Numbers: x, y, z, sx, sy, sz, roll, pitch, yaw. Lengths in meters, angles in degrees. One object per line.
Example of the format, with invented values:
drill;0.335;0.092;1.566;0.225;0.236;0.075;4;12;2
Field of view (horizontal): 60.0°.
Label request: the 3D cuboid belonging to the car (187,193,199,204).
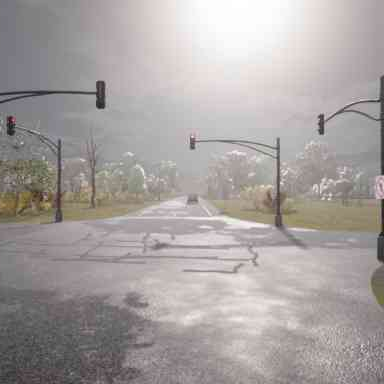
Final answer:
car;0.175;1.293;67.639;2.150;2.045;5.566;0;0;0
